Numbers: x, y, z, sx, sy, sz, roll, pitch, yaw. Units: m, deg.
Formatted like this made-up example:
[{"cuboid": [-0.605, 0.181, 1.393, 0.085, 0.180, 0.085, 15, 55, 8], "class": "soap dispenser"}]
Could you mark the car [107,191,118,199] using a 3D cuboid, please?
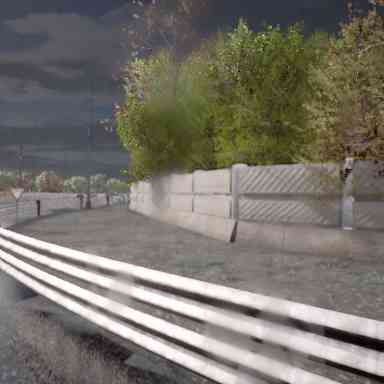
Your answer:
[{"cuboid": [-20.992, 0.741, 87.818, 2.150, 2.045, 5.566, 0, 0, -3], "class": "car"}]

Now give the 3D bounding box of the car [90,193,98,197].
[{"cuboid": [-25.938, 1.021, 87.880, 1.812, 1.442, 4.674, 0, 0, -19], "class": "car"}]

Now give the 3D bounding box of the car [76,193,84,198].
[{"cuboid": [-29.297, 0.987, 86.899, 1.837, 1.490, 4.892, 0, 0, -19], "class": "car"}]
